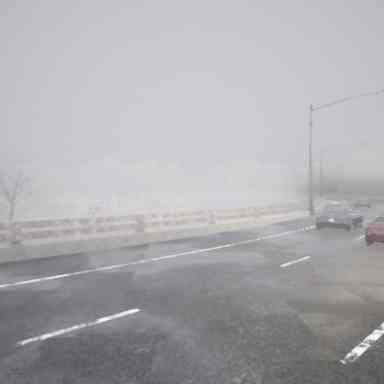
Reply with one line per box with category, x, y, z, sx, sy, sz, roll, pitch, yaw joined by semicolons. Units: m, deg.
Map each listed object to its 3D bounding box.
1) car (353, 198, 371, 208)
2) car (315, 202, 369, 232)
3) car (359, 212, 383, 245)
car;24.482;1.513;48.083;1.994;1.385;4.181;0;0;21
car;9.032;1.541;20.180;1.994;1.385;4.181;0;0;38
car;9.098;1.548;14.641;1.994;1.385;4.181;1;0;40
